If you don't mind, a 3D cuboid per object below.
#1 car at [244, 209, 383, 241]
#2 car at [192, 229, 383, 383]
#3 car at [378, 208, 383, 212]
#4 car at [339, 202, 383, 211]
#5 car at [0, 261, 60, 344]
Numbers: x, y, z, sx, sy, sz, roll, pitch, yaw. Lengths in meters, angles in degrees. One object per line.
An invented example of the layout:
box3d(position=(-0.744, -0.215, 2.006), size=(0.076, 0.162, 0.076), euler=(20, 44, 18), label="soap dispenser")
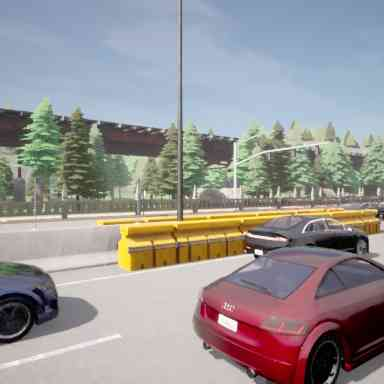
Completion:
box3d(position=(3.859, 1.491, 10.804), size=(4.902, 1.511, 2.128), euler=(0, 0, -36), label="car")
box3d(position=(2.069, 1.564, 5.227), size=(4.181, 1.385, 1.994), euler=(0, 0, -35), label="car")
box3d(position=(11.052, 1.564, 15.944), size=(4.181, 1.385, 1.994), euler=(0, 0, -35), label="car")
box3d(position=(12.951, 1.492, 25.792), size=(4.902, 1.511, 2.128), euler=(0, -1, -23), label="car")
box3d(position=(-4.264, 1.564, 5.001), size=(4.181, 1.385, 1.994), euler=(0, 0, -36), label="car")
